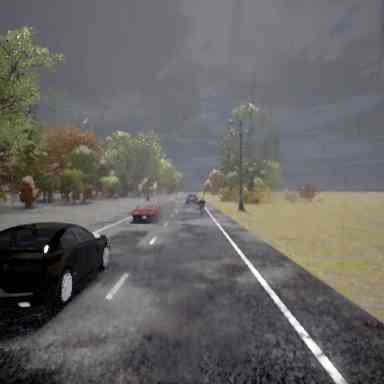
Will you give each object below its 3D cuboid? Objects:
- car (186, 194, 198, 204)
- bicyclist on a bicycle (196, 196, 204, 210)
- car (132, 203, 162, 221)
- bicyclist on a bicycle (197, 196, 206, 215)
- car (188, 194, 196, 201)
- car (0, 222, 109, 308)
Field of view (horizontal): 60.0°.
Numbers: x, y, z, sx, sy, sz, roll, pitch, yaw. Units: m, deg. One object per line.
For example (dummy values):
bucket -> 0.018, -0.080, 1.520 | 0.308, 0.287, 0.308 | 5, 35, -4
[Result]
car -> 0.034, 1.173, 58.114 | 2.097, 1.767, 4.553 | 0, 0, 1
bicyclist on a bicycle -> 0.977, 1.313, 39.911 | 0.866, 1.612, 1.509 | 0, 0, 0
car -> -3.403, 1.520, 26.102 | 1.895, 1.301, 4.718 | 0, 0, 0
bicyclist on a bicycle -> 0.962, 1.275, 30.706 | 0.659, 1.776, 1.843 | 0, 0, 0
car -> -0.007, 1.269, 75.680 | 1.837, 1.490, 4.892 | 0, 0, 0
car -> -3.401, 1.452, 7.975 | 1.882, 1.535, 5.008 | 0, 0, 0
